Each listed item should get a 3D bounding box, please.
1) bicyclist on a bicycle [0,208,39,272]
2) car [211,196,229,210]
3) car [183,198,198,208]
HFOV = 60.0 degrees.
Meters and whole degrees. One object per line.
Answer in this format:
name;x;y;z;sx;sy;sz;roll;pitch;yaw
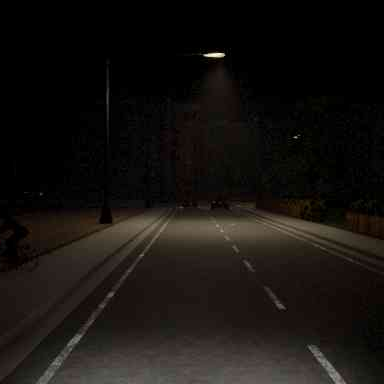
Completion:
bicyclist on a bicycle;-4.798;1.269;8.711;1.656;1.620;0.582;4;0;0
car;3.543;1.352;43.037;2.097;1.767;4.553;0;0;1
car;-0.248;1.593;47.105;1.994;1.385;4.181;0;-1;-3
